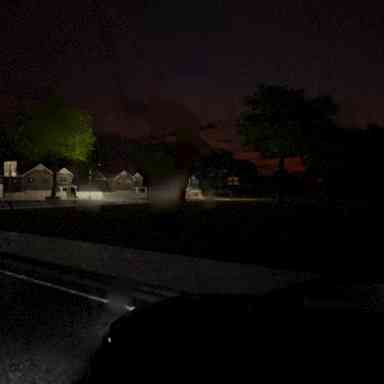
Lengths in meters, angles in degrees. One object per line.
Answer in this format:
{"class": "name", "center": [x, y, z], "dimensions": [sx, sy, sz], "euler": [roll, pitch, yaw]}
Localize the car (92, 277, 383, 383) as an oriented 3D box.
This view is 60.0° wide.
{"class": "car", "center": [1.161, 1.524, 2.855], "dimensions": [4.674, 1.442, 1.812], "euler": [0, 0, 36]}
